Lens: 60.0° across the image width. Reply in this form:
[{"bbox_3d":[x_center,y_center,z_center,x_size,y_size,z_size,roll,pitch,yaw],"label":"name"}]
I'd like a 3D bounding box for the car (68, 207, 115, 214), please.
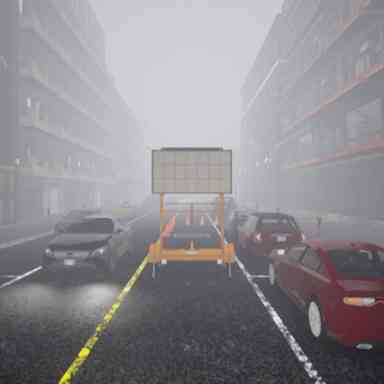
[{"bbox_3d":[-5.693,1.560,17.579,1.947,1.339,4.313,0,0,0],"label":"car"}]

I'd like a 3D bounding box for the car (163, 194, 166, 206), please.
[{"bbox_3d":[-5.700,1.289,51.399,2.192,1.841,5.009,0,0,0],"label":"car"}]

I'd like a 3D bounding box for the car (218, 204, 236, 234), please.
[{"bbox_3d":[2.688,1.545,17.578,2.008,1.369,4.403,0,0,0],"label":"car"}]

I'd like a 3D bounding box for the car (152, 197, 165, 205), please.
[{"bbox_3d":[-5.702,1.552,57.036,1.802,1.307,4.206,0,0,0],"label":"car"}]

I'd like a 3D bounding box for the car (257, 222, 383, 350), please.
[{"bbox_3d":[2.690,1.543,6.305,1.887,1.381,4.507,0,0,0],"label":"car"}]

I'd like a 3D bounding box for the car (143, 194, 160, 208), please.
[{"bbox_3d":[-5.699,1.418,45.763,1.967,1.590,4.097,0,0,0],"label":"car"}]

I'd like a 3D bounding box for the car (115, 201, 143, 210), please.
[{"bbox_3d":[-5.696,1.514,28.682,1.752,1.417,4.829,0,0,0],"label":"car"}]

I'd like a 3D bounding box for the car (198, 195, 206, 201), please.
[{"bbox_3d":[2.674,1.478,79.749,1.752,1.417,4.829,0,0,0],"label":"car"}]

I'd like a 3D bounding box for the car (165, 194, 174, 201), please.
[{"bbox_3d":[-5.708,1.388,85.216,1.967,1.590,4.097,0,0,0],"label":"car"}]

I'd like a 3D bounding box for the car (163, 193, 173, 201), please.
[{"bbox_3d":[-5.706,1.267,79.581,2.192,1.841,5.009,0,0,0],"label":"car"}]

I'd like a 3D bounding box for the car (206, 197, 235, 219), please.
[{"bbox_3d":[2.686,1.303,28.851,2.192,1.841,5.009,0,0,0],"label":"car"}]

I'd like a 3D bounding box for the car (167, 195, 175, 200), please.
[{"bbox_3d":[-5.709,1.488,90.854,1.887,1.381,4.507,0,0,0],"label":"car"}]

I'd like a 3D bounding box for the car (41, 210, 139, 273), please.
[{"bbox_3d":[-3.103,1.522,10.760,1.812,1.442,4.674,0,0,0],"label":"car"}]

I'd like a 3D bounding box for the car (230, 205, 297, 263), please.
[{"bbox_3d":[2.689,1.436,11.942,1.967,1.590,4.097,0,0,0],"label":"car"}]

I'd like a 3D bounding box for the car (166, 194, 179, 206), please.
[{"bbox_3d":[-3.101,1.498,52.843,1.812,1.442,4.674,0,0,0],"label":"car"}]

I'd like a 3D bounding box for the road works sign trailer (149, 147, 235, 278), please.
[{"bbox_3d":[-0.003,0.461,10.073,2.380,3.560,2.880,0,0,0],"label":"road works sign trailer"}]

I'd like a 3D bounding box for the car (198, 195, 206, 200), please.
[{"bbox_3d":[2.671,1.488,90.851,1.887,1.381,4.507,0,0,0],"label":"car"}]
